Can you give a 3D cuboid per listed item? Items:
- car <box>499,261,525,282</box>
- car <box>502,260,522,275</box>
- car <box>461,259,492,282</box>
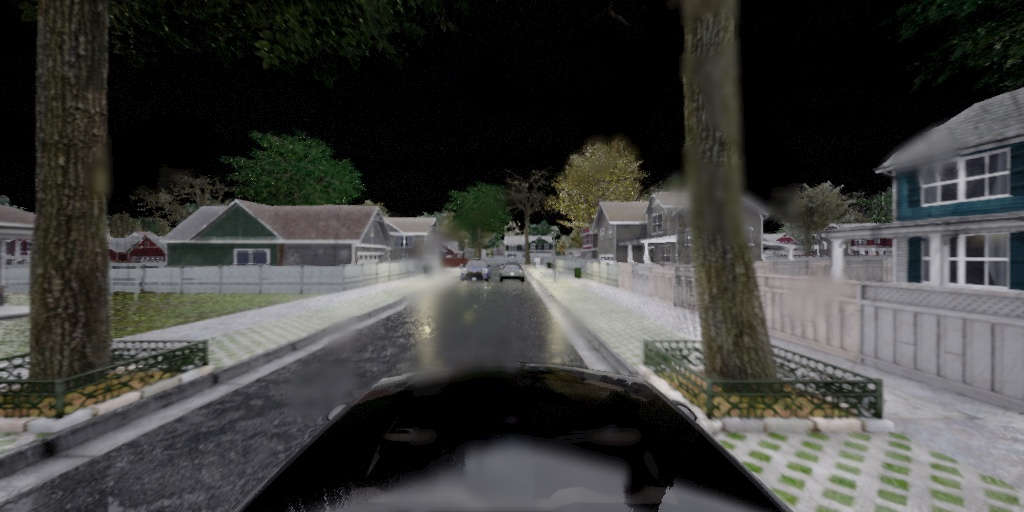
[{"bbox_3d":[0.007,1.279,28.763,1.994,1.385,4.181,0,0,0],"label":"car"},{"bbox_3d":[0.016,1.248,40.379,2.033,1.411,5.357,0,0,1],"label":"car"},{"bbox_3d":[-2.757,1.065,28.392,2.097,1.767,4.553,0,0,0],"label":"car"}]
